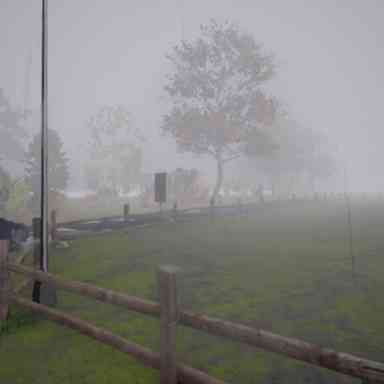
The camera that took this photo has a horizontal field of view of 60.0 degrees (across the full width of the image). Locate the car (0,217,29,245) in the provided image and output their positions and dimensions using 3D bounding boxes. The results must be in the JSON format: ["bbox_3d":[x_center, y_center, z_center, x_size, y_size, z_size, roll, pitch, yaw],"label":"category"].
[{"bbox_3d":[-7.850,1.404,11.975,1.994,1.385,4.181,-1,1,7],"label":"car"}]
